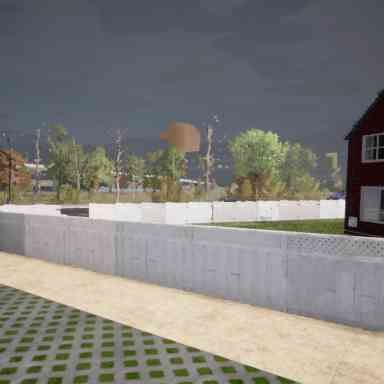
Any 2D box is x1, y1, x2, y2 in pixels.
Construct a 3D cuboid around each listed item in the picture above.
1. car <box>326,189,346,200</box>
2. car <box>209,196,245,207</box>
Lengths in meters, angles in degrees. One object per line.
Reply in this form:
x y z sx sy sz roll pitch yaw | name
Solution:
20.067 0.693 42.826 5.566 2.045 2.150 0 2 -19 | car
4.043 1.201 37.577 4.181 1.385 1.994 0 2 -18 | car
